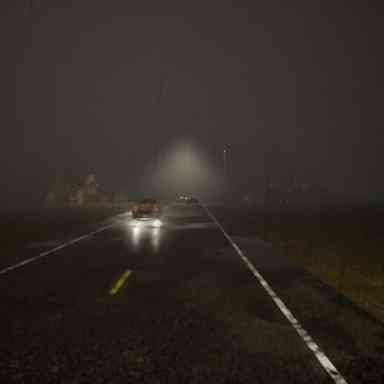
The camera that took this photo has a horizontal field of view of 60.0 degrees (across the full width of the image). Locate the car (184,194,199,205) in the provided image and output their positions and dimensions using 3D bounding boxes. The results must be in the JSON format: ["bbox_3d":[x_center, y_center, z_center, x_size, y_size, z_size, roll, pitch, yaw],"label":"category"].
[{"bbox_3d":[0.101,1.376,54.958,1.994,1.385,4.181,0,0,0],"label":"car"}]

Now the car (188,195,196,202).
[{"bbox_3d":[0.002,1.285,70.708,1.812,1.442,4.674,0,0,0],"label":"car"}]

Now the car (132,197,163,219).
[{"bbox_3d":[-3.597,1.257,27.629,2.097,1.767,4.553,0,0,0],"label":"car"}]
